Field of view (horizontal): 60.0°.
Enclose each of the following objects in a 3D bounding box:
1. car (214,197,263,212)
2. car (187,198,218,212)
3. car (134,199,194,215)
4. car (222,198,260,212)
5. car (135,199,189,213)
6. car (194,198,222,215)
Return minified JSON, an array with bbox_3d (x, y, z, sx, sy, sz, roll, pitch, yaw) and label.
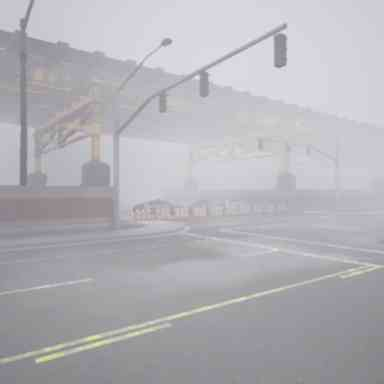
[{"bbox_3d":[5.035,1.390,36.612,4.974,1.542,2.038,0,0,-7],"label":"car"},{"bbox_3d":[1.139,1.245,32.902,1.853,1.218,4.536,0,0,18],"label":"car"},{"bbox_3d":[-2.621,1.414,30.168,4.974,1.542,2.038,0,0,8],"label":"car"},{"bbox_3d":[4.983,1.232,36.605,4.536,1.218,1.853,0,0,-7],"label":"car"},{"bbox_3d":[-2.673,1.257,30.175,4.536,1.218,1.853,0,0,8],"label":"car"},{"bbox_3d":[1.124,1.403,32.853,2.038,1.542,4.974,0,0,18],"label":"car"}]
